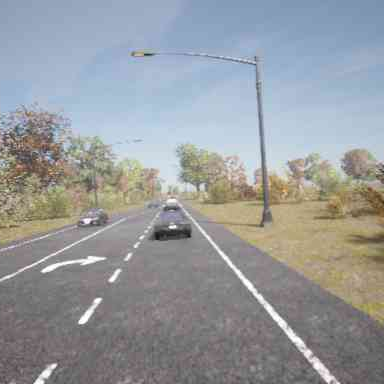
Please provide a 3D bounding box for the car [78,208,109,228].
[{"bbox_3d":[-8.743,2.248,29.671,2.128,1.511,4.902,-4,0,-3],"label":"car"}]

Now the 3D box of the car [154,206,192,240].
[{"bbox_3d":[-1.097,1.763,18.835,1.994,1.385,4.181,-4,0,-3],"label":"car"}]

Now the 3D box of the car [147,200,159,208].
[{"bbox_3d":[-7.796,2.438,67.198,2.033,1.411,5.357,-4,0,1],"label":"car"}]

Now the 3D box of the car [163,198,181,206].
[{"bbox_3d":[-2.265,1.871,38.041,1.882,1.535,5.008,-4,0,-3],"label":"car"}]

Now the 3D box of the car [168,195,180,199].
[{"bbox_3d":[-4.320,1.923,71.629,2.150,2.045,5.566,-4,0,-3],"label":"car"}]
